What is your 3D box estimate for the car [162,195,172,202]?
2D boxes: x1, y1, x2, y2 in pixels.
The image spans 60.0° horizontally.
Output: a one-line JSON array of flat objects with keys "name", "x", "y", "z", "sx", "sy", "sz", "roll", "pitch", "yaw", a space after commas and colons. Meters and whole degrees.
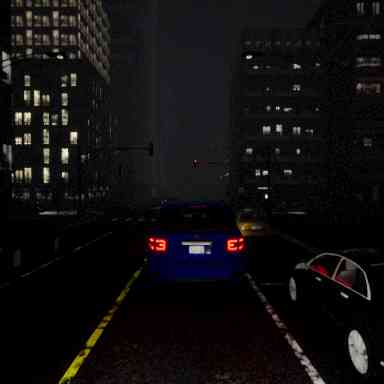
[{"name": "car", "x": -5.735, "y": 1.518, "z": 77.123, "sx": 1.887, "sy": 1.381, "sz": 4.507, "roll": -1, "pitch": 0, "yaw": 0}]

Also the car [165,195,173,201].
[{"name": "car", "x": -5.737, "y": 1.553, "z": 82.778, "sx": 1.802, "sy": 1.307, "sz": 4.206, "roll": -1, "pitch": 0, "yaw": 0}]

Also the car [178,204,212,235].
[{"name": "car", "x": 0.089, "y": 1.517, "z": 19.688, "sx": 1.812, "sy": 1.442, "sz": 4.674, "roll": 0, "pitch": 0, "yaw": -2}]

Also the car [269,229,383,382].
[{"name": "car", "x": 2.804, "y": 1.548, "z": 5.265, "sx": 2.008, "sy": 1.369, "sz": 4.403, "roll": -1, "pitch": 0, "yaw": 0}]

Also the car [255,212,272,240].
[{"name": "car", "x": 2.799, "y": 1.518, "z": 16.724, "sx": 1.752, "sy": 1.417, "sz": 4.829, "roll": -1, "pitch": 0, "yaw": 0}]

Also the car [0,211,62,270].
[{"name": "car", "x": -5.838, "y": 1.540, "z": 10.963, "sx": 1.887, "sy": 1.381, "sz": 4.507, "roll": -1, "pitch": 0, "yaw": 0}]

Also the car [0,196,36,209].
[{"name": "car", "x": -21.679, "y": 1.268, "z": 40.175, "sx": 4.829, "sy": 1.417, "sz": 1.752, "roll": 0, "pitch": 0, "yaw": 1}]

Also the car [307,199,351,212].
[{"name": "car", "x": 16.296, "y": 1.616, "z": 39.693, "sx": 4.403, "sy": 1.369, "sz": 2.008, "roll": 0, "pitch": 1, "yaw": 1}]

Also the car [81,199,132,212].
[{"name": "car", "x": -9.550, "y": 1.477, "z": 37.472, "sx": 5.357, "sy": 1.411, "sz": 2.033, "roll": 2, "pitch": 1, "yaw": 1}]

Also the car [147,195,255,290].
[{"name": "car", "x": 0.092, "y": 1.217, "z": 9.177, "sx": 2.150, "sy": 2.045, "sz": 5.566, "roll": 0, "pitch": 0, "yaw": 0}]

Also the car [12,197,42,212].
[{"name": "car", "x": -17.831, "y": 1.436, "z": 34.363, "sx": 4.181, "sy": 1.385, "sz": 1.994, "roll": 0, "pitch": 1, "yaw": 1}]

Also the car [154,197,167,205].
[{"name": "car", "x": -5.728, "y": 1.543, "z": 60.160, "sx": 1.947, "sy": 1.339, "sz": 4.313, "roll": -1, "pitch": 0, "yaw": 0}]

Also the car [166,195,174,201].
[{"name": "car", "x": -5.740, "y": 1.515, "z": 88.432, "sx": 1.887, "sy": 1.381, "sz": 4.507, "roll": -1, "pitch": 0, "yaw": 0}]

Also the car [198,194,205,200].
[{"name": "car", "x": 2.636, "y": 1.409, "z": 94.091, "sx": 1.967, "sy": 1.590, "sz": 4.097, "roll": -1, "pitch": 0, "yaw": 0}]

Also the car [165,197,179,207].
[{"name": "car", "x": -3.114, "y": 1.543, "z": 52.632, "sx": 1.994, "sy": 1.385, "sz": 4.181, "roll": 0, "pitch": 0, "yaw": 0}]

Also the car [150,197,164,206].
[{"name": "car", "x": -5.726, "y": 1.504, "z": 54.335, "sx": 1.752, "sy": 1.417, "sz": 4.829, "roll": -1, "pitch": 0, "yaw": 0}]

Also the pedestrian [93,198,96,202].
[{"name": "pedestrian", "x": -12.568, "y": 1.292, "z": 43.026, "sx": 0.500, "sy": 1.100, "sz": 0.500, "roll": 0, "pitch": 0, "yaw": 1}]

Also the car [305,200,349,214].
[{"name": "car", "x": 14.863, "y": 1.659, "z": 37.128, "sx": 4.181, "sy": 1.385, "sz": 1.994, "roll": 0, "pitch": 1, "yaw": 1}]
